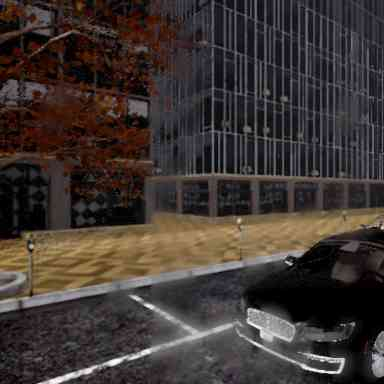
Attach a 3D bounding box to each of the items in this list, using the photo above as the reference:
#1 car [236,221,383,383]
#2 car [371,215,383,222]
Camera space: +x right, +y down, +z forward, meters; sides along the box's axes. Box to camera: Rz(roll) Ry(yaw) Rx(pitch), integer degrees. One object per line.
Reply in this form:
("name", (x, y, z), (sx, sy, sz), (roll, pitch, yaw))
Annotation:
("car", (2.876, 1.479, 5.426), (4.892, 1.490, 1.837), (0, 0, -35))
("car", (7.181, 1.490, 11.671), (4.403, 1.369, 2.008), (0, 0, -35))
